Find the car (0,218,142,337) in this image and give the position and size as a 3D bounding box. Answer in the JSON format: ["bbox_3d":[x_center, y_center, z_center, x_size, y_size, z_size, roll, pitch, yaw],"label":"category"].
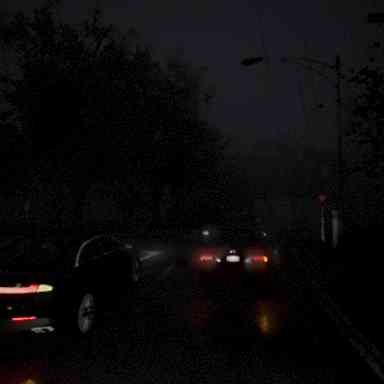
[{"bbox_3d":[-2.402,1.522,6.757,2.128,1.511,4.902,0,0,6],"label":"car"}]

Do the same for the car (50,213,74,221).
[{"bbox_3d":[-22.024,4.382,58.019,5.008,1.535,1.882,2,-5,-30],"label":"car"}]

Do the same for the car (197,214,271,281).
[{"bbox_3d":[1.273,1.586,9.947,2.033,1.411,5.357,0,-1,8],"label":"car"}]
